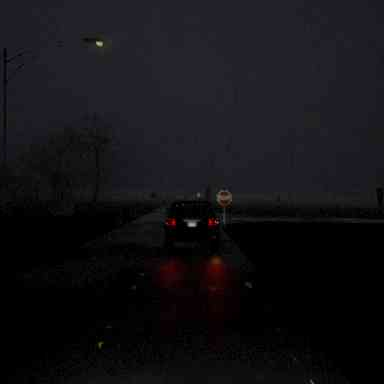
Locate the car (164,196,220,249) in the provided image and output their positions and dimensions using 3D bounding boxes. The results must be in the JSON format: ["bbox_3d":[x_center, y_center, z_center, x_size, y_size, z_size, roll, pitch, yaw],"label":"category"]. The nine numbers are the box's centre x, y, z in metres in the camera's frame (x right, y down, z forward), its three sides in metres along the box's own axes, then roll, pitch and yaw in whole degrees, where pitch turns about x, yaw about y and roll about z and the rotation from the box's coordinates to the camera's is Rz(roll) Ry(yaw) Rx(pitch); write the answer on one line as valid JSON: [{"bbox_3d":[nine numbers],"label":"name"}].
[{"bbox_3d":[0.000,1.270,14.684,2.150,2.045,5.566,0,0,0],"label":"car"}]

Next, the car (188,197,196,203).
[{"bbox_3d":[0.000,1.743,73.533,1.812,1.442,4.674,0,0,0],"label":"car"}]

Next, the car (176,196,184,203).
[{"bbox_3d":[-2.751,1.785,78.684,1.812,1.442,4.674,0,0,0],"label":"car"}]

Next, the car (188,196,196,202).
[{"bbox_3d":[-0.001,1.728,87.099,2.128,1.511,4.902,0,0,0],"label":"car"}]
